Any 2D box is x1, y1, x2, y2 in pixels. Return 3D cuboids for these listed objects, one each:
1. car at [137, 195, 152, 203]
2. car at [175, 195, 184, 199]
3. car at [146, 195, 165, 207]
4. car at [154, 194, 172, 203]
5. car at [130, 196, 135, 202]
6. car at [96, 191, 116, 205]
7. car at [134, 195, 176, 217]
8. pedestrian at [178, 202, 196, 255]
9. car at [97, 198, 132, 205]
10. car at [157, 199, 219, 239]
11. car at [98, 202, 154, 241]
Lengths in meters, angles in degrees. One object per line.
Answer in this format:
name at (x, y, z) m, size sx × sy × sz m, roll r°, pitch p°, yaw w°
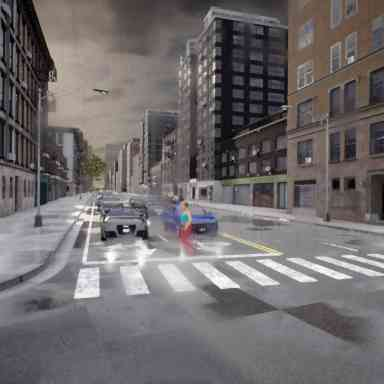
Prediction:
car at (-8.122, 1.168, 56.326) m, size 1.895 × 1.301 × 4.718 m, roll 1°, pitch 0°, yaw -16°
car at (-2.166, 1.212, 47.536) m, size 1.812 × 1.442 × 4.674 m, roll 1°, pitch 0°, yaw -15°
car at (-5.200, 1.161, 46.364) m, size 1.837 × 1.490 × 4.892 m, roll 1°, pitch 0°, yaw -16°
car at (-4.991, 1.147, 57.196) m, size 2.033 × 1.411 × 5.357 m, roll 1°, pitch 0°, yaw -16°
car at (-5.893, 1.204, 36.529) m, size 1.837 × 1.490 × 4.892 m, roll 1°, pitch 0°, yaw -16°
car at (-8.448, 1.035, 33.660) m, size 2.097 × 1.767 × 4.553 m, roll 1°, pitch 0°, yaw -16°
car at (-3.062, 1.272, 26.658) m, size 2.128 × 1.511 × 4.902 m, roll 1°, pitch 0°, yaw -16°
pedestrian at (-0.202, 1.177, 11.196) m, size 0.375 × 1.860 × 0.375 m, roll 1°, pitch 0°, yaw -16°
car at (-5.684, 1.363, 24.022) m, size 1.895 × 1.301 × 4.718 m, roll 1°, pitch 0°, yaw -16°
car at (-0.220, 1.337, 16.797) m, size 1.882 × 1.535 × 5.008 m, roll 1°, pitch 0°, yaw -16°
car at (-3.260, 1.393, 15.599) m, size 1.994 × 1.385 × 4.181 m, roll 1°, pitch 0°, yaw -16°
